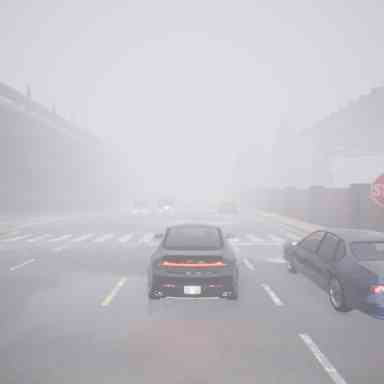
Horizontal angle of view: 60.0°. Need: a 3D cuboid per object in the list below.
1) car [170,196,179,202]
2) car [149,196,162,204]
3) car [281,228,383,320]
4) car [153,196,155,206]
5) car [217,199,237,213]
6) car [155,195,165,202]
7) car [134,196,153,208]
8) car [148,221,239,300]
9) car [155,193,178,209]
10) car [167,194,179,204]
[{"bbox_3d":[-3.918,1.584,76.665,1.895,1.301,4.718,0,0,-1],"label":"car"},{"bbox_3d":[-7.270,1.547,66.570,2.033,1.411,5.357,0,0,-1],"label":"car"},{"bbox_3d":[3.604,1.547,7.622,2.033,1.411,5.357,0,0,0],"label":"car"},{"bbox_3d":[-7.156,1.477,56.257,1.882,1.535,5.008,0,0,-1],"label":"car"},{"bbox_3d":[3.776,1.477,36.364,1.882,1.535,5.008,0,0,0],"label":"car"},{"bbox_3d":[-7.423,1.475,76.896,1.882,1.535,5.008,0,0,-1],"label":"car"},{"bbox_3d":[-7.007,1.601,46.880,1.895,1.301,4.718,0,0,-1],"label":"car"},{"bbox_3d":[0.059,1.505,8.379,1.837,1.490,4.892,0,0,1],"label":"car"},{"bbox_3d":[-3.498,1.221,46.815,2.150,2.045,5.566,0,0,-1],"label":"car"},{"bbox_3d":[-3.775,1.351,66.429,2.097,1.767,4.553,0,0,-1],"label":"car"}]
